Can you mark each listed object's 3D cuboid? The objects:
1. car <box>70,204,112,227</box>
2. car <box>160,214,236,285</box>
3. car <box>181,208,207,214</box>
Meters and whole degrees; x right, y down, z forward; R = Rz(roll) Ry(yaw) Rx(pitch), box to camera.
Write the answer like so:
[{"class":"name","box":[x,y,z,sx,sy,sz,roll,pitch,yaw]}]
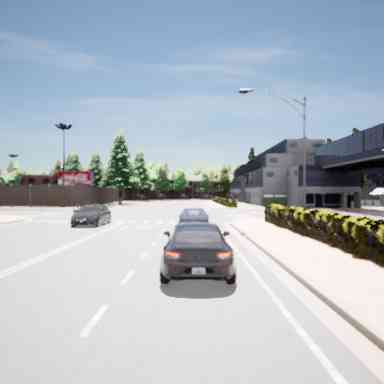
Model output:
[{"class":"car","box":[-6.974,1.624,23.371,1.837,1.490,4.892,0,0,0]},{"class":"car","box":[0.143,1.567,9.507,1.812,1.442,4.674,0,-1,0]},{"class":"car","box":[0.105,1.628,19.483,2.033,1.411,5.357,0,0,0]}]
